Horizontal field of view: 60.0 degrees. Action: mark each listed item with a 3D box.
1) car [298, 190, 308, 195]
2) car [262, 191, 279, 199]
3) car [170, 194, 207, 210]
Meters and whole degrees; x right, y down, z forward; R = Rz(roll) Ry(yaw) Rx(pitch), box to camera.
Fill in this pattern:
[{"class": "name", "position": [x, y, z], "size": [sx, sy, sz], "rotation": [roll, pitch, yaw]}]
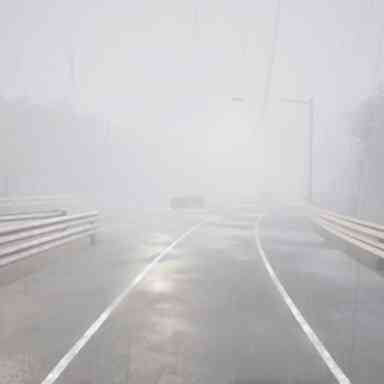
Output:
[{"class": "car", "position": [26.844, 0.064, 79.763], "size": [1.895, 1.301, 4.718], "rotation": [1, 1, 31]}, {"class": "car", "position": [13.550, 0.470, 57.370], "size": [1.812, 1.442, 4.674], "rotation": [1, 2, 31]}, {"class": "car", "position": [-0.267, 0.950, 34.011], "size": [1.882, 1.535, 5.008], "rotation": [1, 2, 31]}]
